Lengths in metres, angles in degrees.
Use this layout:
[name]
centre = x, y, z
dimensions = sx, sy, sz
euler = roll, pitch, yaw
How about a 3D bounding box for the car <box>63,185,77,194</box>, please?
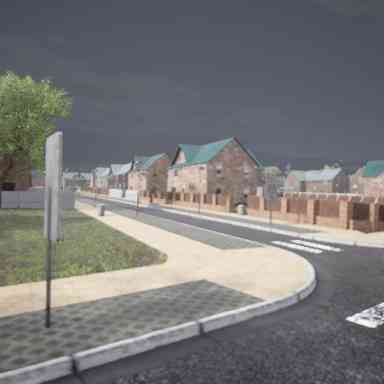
[car]
centre = -29.889, -0.613, 82.712
dimensions = 2.150, 2.045, 5.566
euler = 1, 1, -26
